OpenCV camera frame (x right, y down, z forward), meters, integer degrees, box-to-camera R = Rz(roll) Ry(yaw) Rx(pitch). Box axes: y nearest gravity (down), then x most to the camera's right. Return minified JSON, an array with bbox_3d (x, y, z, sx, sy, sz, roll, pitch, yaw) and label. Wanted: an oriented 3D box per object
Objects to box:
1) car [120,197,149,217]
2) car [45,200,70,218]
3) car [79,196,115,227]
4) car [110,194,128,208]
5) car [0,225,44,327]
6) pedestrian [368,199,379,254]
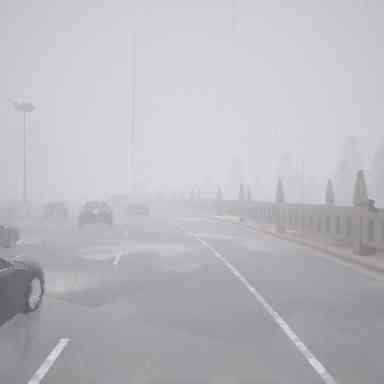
[{"bbox_3d":[-5.381,1.511,31.630,1.882,1.535,5.008,0,0,-18],"label":"car"},{"bbox_3d":[-12.454,1.556,30.735,1.837,1.490,4.892,0,-1,-18],"label":"car"},{"bbox_3d":[-6.640,1.376,23.298,2.097,1.767,4.553,0,0,-14],"label":"car"},{"bbox_3d":[-9.524,1.283,42.413,2.150,2.045,5.566,0,0,-25],"label":"car"},{"bbox_3d":[-3.751,1.507,4.681,1.837,1.490,4.892,0,0,-3],"label":"car"},{"bbox_3d":[6.036,1.138,11.212,0.375,1.860,0.375,-1,1,-7],"label":"pedestrian"}]
